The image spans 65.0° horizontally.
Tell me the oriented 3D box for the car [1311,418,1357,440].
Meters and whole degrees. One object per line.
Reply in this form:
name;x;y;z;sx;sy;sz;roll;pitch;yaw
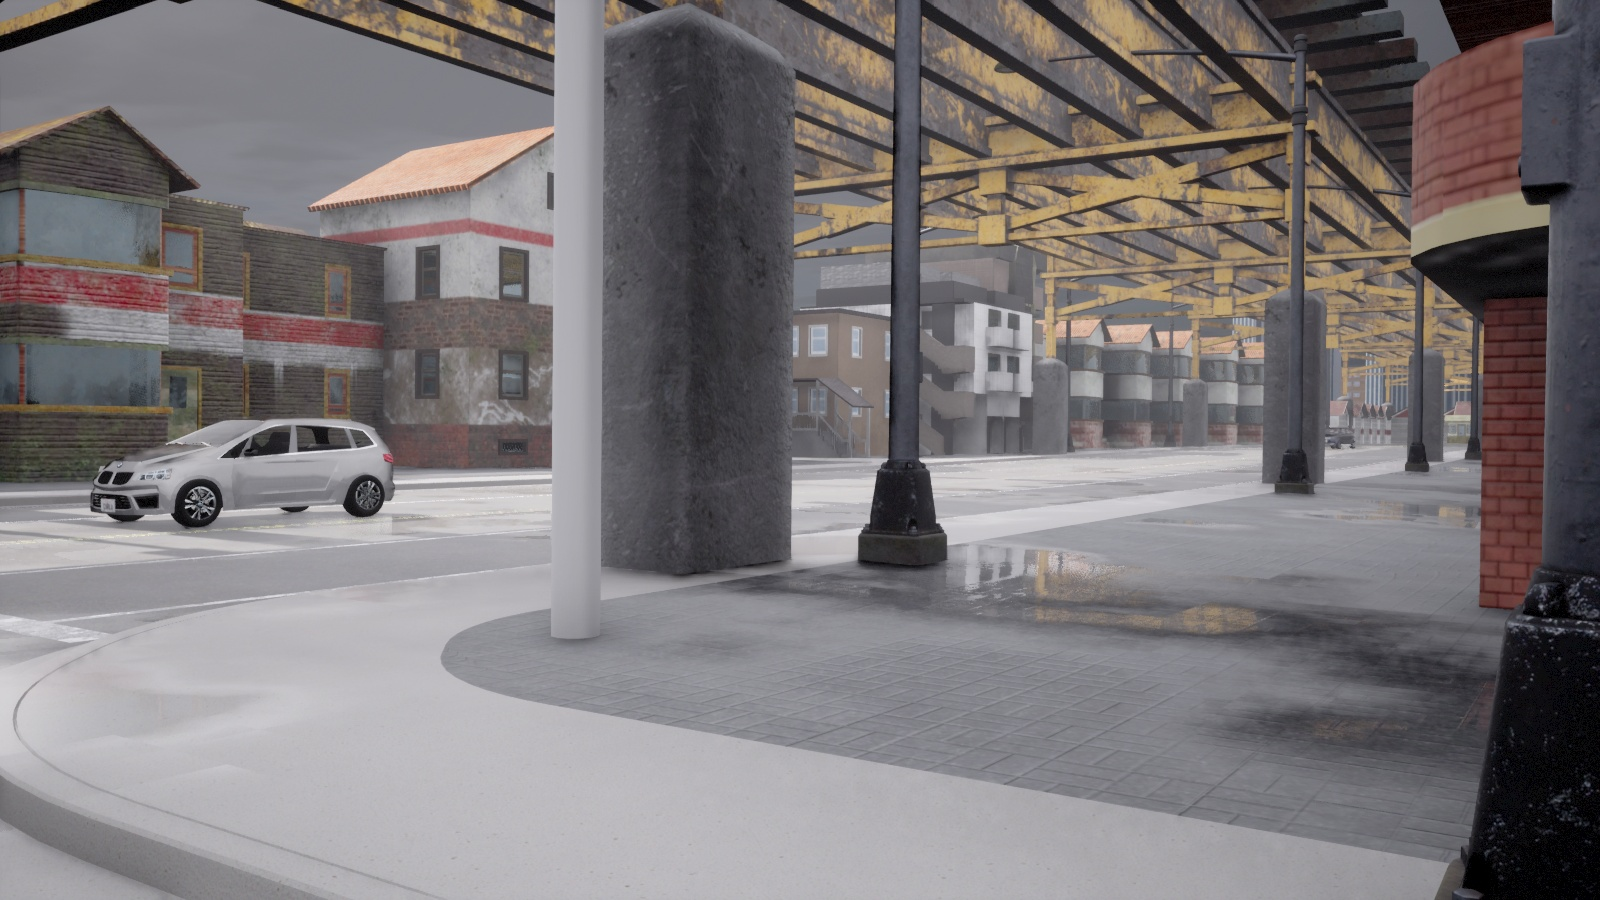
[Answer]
car;38.899;-1.551;91.391;3.705;1.549;1.789;-2;2;-45

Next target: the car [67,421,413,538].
car;-8.884;0.379;20.320;2.242;1.667;4.611;0;1;34
